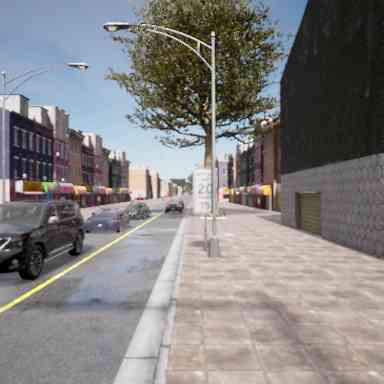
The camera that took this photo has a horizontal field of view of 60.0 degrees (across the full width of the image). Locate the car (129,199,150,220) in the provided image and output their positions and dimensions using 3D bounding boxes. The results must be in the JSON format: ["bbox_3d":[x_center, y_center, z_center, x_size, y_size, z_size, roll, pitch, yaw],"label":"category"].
[{"bbox_3d":[-5.036,1.677,30.558,1.837,1.490,4.892,0,0,0],"label":"car"}]

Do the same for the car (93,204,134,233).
[{"bbox_3d":[-5.079,1.681,20.390,1.994,1.385,4.181,0,0,1],"label":"car"}]

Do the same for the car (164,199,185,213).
[{"bbox_3d":[-2.113,1.726,39.285,1.812,1.442,4.674,0,0,1],"label":"car"}]

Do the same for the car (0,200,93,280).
[{"bbox_3d":[-5.131,1.286,10.494,2.150,2.045,5.566,0,0,0],"label":"car"}]
